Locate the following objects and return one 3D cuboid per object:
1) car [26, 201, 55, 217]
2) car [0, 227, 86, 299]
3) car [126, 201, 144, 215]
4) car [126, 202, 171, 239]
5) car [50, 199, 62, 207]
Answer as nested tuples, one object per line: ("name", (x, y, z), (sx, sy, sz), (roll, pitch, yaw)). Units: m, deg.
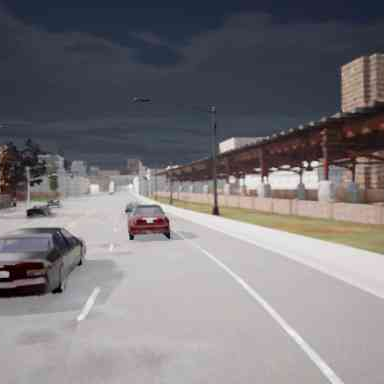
("car", (-17.454, 2.104, 38.087), (1.895, 1.301, 4.718), (-1, 0, -12))
("car", (-4.095, 1.653, 8.854), (2.033, 1.411, 5.357), (-1, 0, -10))
("car", (-6.865, 1.861, 39.639), (1.994, 1.385, 4.181), (-1, 0, -12))
("car", (-2.460, 1.465, 18.314), (2.097, 1.767, 4.553), (-1, 0, -11))
("car", (-26.320, 2.094, 63.757), (1.812, 1.442, 4.674), (-1, 0, -12))
